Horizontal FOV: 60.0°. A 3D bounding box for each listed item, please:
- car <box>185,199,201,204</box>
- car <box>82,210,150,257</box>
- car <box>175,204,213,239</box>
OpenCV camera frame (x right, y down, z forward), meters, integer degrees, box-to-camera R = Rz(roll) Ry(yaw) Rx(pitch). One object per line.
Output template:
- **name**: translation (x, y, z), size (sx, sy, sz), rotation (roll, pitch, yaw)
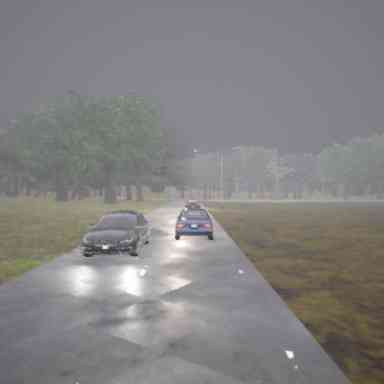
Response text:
- **car**: translation (0.107, 1.540, 40.927), size (1.812, 1.442, 4.674), rotation (0, 0, 0)
- **car**: translation (-2.748, 1.508, 12.952), size (1.837, 1.490, 4.892), rotation (0, 0, 0)
- **car**: translation (0.103, 1.552, 17.258), size (2.033, 1.411, 5.357), rotation (0, 0, 0)
